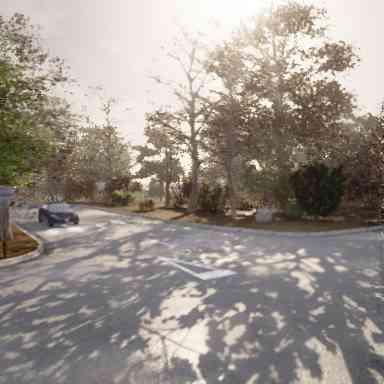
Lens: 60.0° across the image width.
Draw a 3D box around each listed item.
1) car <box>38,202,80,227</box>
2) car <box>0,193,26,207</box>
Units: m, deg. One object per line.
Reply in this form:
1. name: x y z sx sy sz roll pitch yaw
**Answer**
1. car: -9.150 1.411 22.580 1.812 1.442 4.674 -3 3 -36
2. car: -21.136 0.711 37.135 5.566 2.045 2.150 1 1 25
